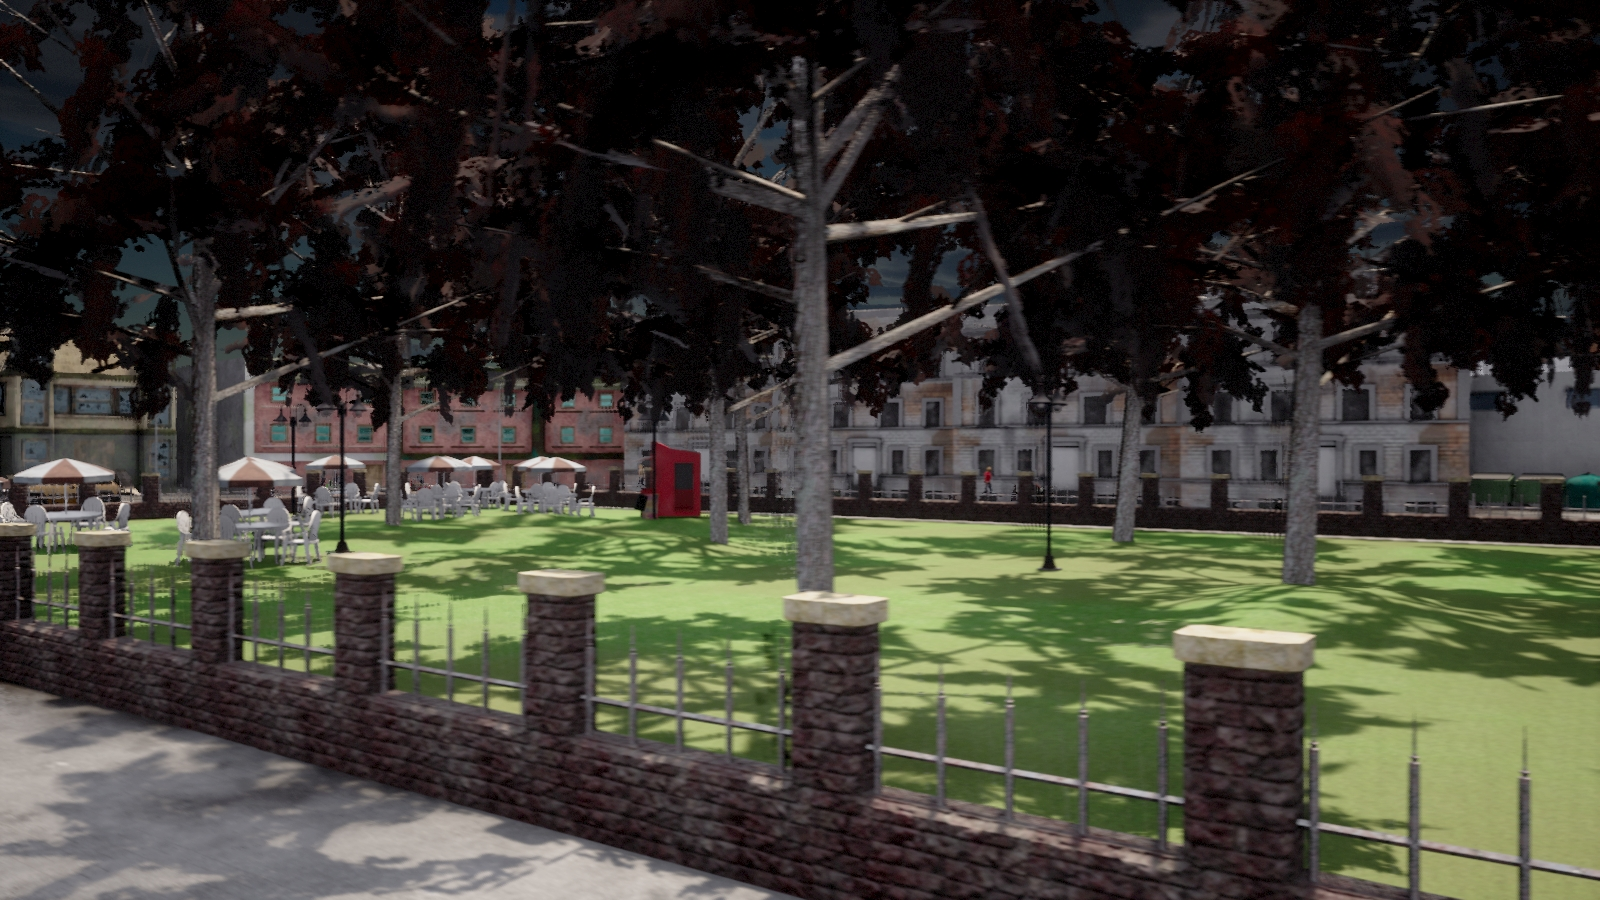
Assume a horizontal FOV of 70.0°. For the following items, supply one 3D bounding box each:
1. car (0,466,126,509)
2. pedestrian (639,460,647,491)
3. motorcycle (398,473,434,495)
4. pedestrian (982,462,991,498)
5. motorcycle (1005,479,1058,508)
[{"bbox_3d":[-33.394,1.646,51.655,1.932,1.855,4.605,0,-1,36],"label":"car"},{"bbox_3d":[-9.543,1.525,69.384,0.375,1.860,0.375,0,0,19],"label":"pedestrian"},{"bbox_3d":[-22.294,1.964,66.336,1.805,1.236,0.856,0,1,-36],"label":"motorcycle"},{"bbox_3d":[9.527,1.525,58.360,0.375,1.860,0.375,0,0,35],"label":"pedestrian"},{"bbox_3d":[10.572,1.985,52.270,2.209,1.251,0.867,0,0,35],"label":"motorcycle"}]
